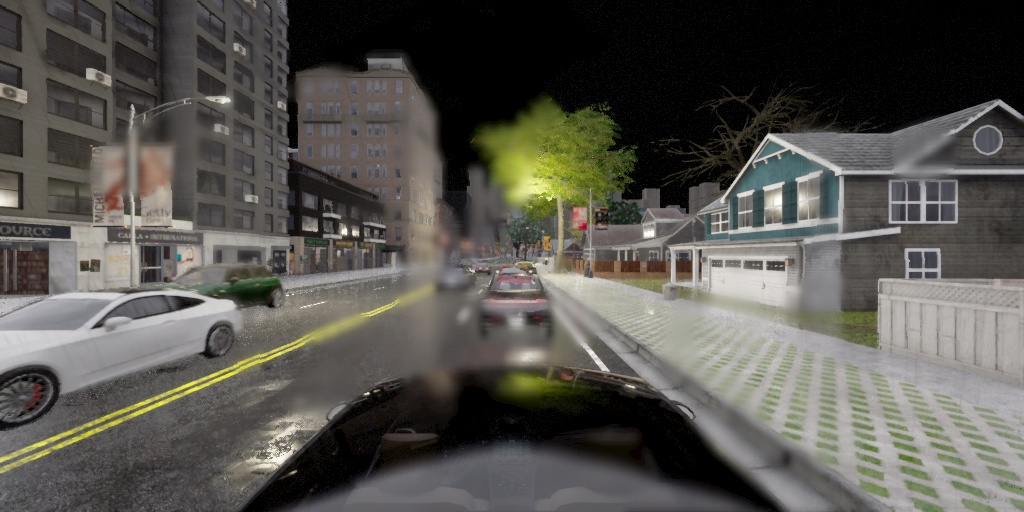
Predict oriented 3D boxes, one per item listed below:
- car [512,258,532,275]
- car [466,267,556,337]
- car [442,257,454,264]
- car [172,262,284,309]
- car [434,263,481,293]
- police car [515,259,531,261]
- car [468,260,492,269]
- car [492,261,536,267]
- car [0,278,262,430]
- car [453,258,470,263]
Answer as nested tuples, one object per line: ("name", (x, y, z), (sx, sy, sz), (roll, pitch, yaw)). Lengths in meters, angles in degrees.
("car", (1.016, 1.068, 39.389), (2.097, 1.767, 4.553), (0, 0, 0))
("car", (0.112, 1.239, 10.296), (2.128, 1.511, 4.902), (0, 0, 0))
("car", (-9.773, 1.047, 57.408), (2.097, 1.767, 4.553), (0, 0, 0))
("car", (-9.839, 1.099, 11.905), (2.097, 1.767, 4.553), (0, 0, 0))
("car", (-3.129, 1.304, 20.651), (1.994, 1.385, 4.181), (0, 0, 0))
("police car", (1.006, 1.155, 29.529), (1.930, 1.638, 5.238), (0, 0, 0))
("car", (-3.109, 1.266, 38.131), (2.033, 1.411, 5.357), (0, 0, 0))
("car", (0.120, 1.219, 19.800), (1.882, 1.535, 5.008), (0, 0, 0))
("car", (-6.595, 1.275, 5.740), (1.812, 1.442, 4.674), (0, 0, 0))
("car", (-6.546, 1.205, 50.215), (1.837, 1.490, 4.892), (0, 1, 0))
